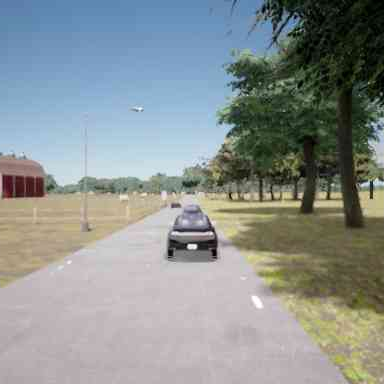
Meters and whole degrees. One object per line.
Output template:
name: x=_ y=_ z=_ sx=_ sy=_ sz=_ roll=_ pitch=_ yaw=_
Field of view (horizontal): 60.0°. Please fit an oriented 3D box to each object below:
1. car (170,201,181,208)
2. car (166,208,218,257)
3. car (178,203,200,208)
car: x=-2.793 y=2.177 z=57.784 sx=1.895 sy=1.301 sz=4.718 roll=0 pitch=0 yaw=0
car: x=0.026 y=1.635 z=13.521 sx=2.128 sy=1.511 sz=4.902 roll=0 pitch=0 yaw=0
car: x=0.037 y=1.829 z=28.918 sx=1.812 sy=1.442 sz=4.674 roll=0 pitch=0 yaw=1
